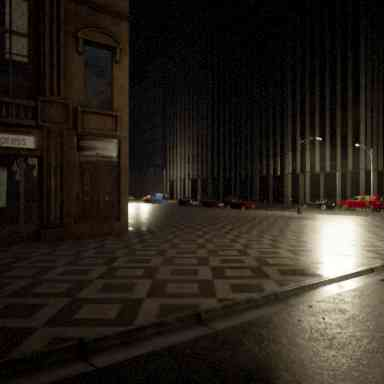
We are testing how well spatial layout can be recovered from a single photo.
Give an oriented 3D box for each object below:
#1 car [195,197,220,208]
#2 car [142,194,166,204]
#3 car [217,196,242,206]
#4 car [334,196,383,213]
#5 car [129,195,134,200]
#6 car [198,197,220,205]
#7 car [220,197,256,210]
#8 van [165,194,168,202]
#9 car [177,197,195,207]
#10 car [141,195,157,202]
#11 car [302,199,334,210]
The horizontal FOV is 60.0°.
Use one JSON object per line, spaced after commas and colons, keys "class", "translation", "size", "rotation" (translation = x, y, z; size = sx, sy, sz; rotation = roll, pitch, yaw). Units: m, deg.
{"class": "car", "translation": [2.830, 1.615, 47.187], "size": [1.802, 1.307, 4.206], "rotation": [0, 0, -36]}
{"class": "car", "translation": [-7.176, 1.572, 60.828], "size": [2.008, 1.369, 4.403], "rotation": [0, 0, -36]}
{"class": "car", "translation": [6.384, 1.477, 56.757], "size": [1.967, 1.590, 4.097], "rotation": [0, 0, -36]}
{"class": "car", "translation": [19.728, 1.365, 38.567], "size": [2.192, 1.841, 5.009], "rotation": [0, 0, -36]}
{"class": "car", "translation": [-17.083, 1.496, 88.760], "size": [1.752, 1.417, 4.829], "rotation": [1, 0, -35]}
{"class": "car", "translation": [3.047, 1.615, 61.306], "size": [1.802, 1.307, 4.206], "rotation": [0, 0, -36]}
{"class": "car", "translation": [6.166, 1.581, 42.640], "size": [1.887, 1.381, 4.507], "rotation": [0, 0, -36]}
{"class": "van", "translation": [-6.959, 1.354, 74.948], "size": [1.690, 1.788, 3.998], "rotation": [0, 0, -36]}
{"class": "car", "translation": [-0.505, 1.470, 51.734], "size": [1.967, 1.590, 4.097], "rotation": [0, 0, -36]}
{"class": "car", "translation": [-10.397, 1.525, 79.635], "size": [1.752, 1.417, 4.829], "rotation": [0, 0, -36]}
{"class": "car", "translation": [16.391, 1.613, 43.115], "size": [1.947, 1.339, 4.313], "rotation": [0, 0, -36]}
